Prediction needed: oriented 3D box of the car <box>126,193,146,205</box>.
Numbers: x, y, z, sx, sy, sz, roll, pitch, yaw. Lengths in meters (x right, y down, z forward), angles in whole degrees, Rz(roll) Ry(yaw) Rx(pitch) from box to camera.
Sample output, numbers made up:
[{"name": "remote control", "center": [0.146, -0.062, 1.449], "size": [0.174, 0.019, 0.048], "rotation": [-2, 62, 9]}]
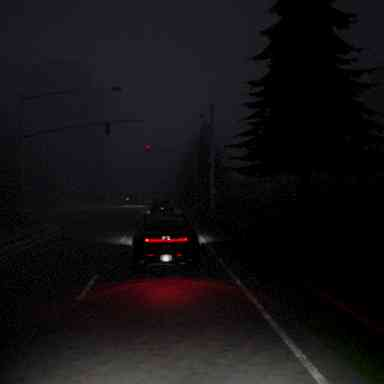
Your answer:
[{"name": "car", "center": [-7.980, 0.899, 46.473], "size": [2.097, 1.767, 4.553], "rotation": [0, 1, -5]}]

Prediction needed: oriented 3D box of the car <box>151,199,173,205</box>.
[{"name": "car", "center": [-2.579, 1.269, 28.696], "size": [1.994, 1.385, 4.181], "rotation": [0, 1, -5]}]

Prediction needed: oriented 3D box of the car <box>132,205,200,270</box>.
[{"name": "car", "center": [-0.856, 1.393, 10.723], "size": [1.837, 1.490, 4.892], "rotation": [0, 0, -5]}]
